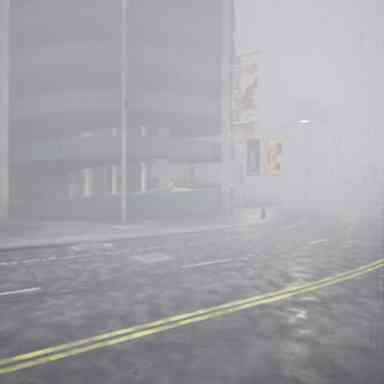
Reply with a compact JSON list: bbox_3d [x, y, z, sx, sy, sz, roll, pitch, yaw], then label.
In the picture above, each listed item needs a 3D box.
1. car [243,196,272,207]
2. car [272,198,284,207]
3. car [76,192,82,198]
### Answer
[{"bbox_3d":[10.183,1.516,53.559,2.097,1.767,4.553,0,0,-24],"label":"car"},{"bbox_3d":[13.203,1.671,55.362,2.128,1.511,4.902,0,0,-24],"label":"car"},{"bbox_3d":[-20.447,1.102,61.289,2.435,2.045,5.566,0,0,-36],"label":"car"}]
